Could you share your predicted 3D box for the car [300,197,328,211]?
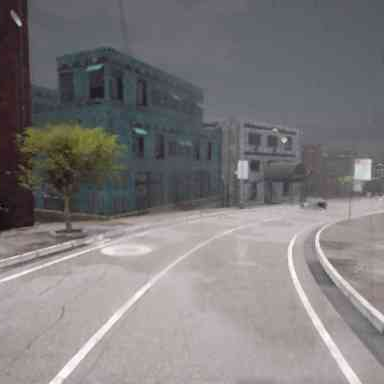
[{"bbox_3d":[14.680,1.348,39.966,2.128,1.511,4.902,5,3,41],"label":"car"}]
